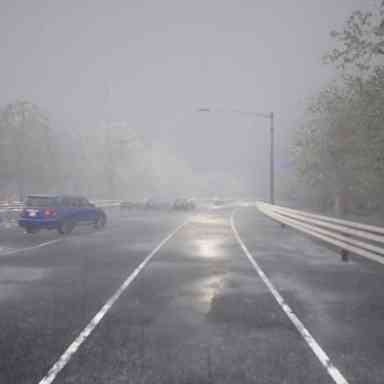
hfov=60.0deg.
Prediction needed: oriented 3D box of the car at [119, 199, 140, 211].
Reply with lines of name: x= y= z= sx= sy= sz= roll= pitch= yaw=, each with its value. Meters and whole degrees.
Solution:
car: x=-7.820 y=1.723 z=43.647 sx=1.837 sy=1.490 sz=4.892 roll=0 pitch=-1 yaw=14

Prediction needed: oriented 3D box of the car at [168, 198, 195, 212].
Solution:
car: x=-1.065 y=1.590 z=41.793 sx=2.097 sy=1.767 sz=4.553 roll=0 pitch=-1 yaw=14

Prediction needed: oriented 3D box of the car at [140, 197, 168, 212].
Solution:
car: x=-4.447 y=1.578 z=42.693 sx=2.097 sy=1.767 sz=4.553 roll=0 pitch=-1 yaw=14

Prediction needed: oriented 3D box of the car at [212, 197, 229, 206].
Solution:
car: x=6.075 y=2.154 z=70.696 sx=1.812 sy=1.442 sz=4.674 roll=0 pitch=-1 yaw=14

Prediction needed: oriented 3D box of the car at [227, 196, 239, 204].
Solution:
car: x=10.889 y=2.419 z=90.167 sx=1.812 sy=1.442 sz=4.674 roll=0 pitch=-1 yaw=14

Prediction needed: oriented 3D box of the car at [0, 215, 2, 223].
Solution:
car: x=-13.666 y=1.464 z=20.064 sx=1.994 sy=1.385 sz=4.181 roll=0 pitch=-1 yaw=14

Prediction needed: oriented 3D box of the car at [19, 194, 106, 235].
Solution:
car: x=-6.861 y=1.177 z=18.310 sx=2.150 sy=2.045 sz=5.566 roll=1 pitch=-1 yaw=14
